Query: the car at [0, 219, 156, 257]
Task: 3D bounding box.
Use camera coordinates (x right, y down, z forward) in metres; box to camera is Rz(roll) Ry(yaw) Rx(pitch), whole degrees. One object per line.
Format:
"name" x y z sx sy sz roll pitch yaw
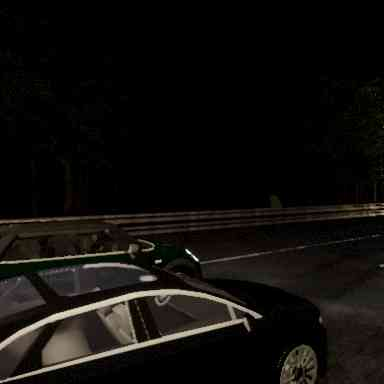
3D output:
"car" -1.987 1.353 6.631 4.553 1.767 2.097 0 0 -36

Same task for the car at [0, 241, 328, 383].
"car" -0.614 1.492 3.310 4.902 1.511 2.128 0 0 -36
